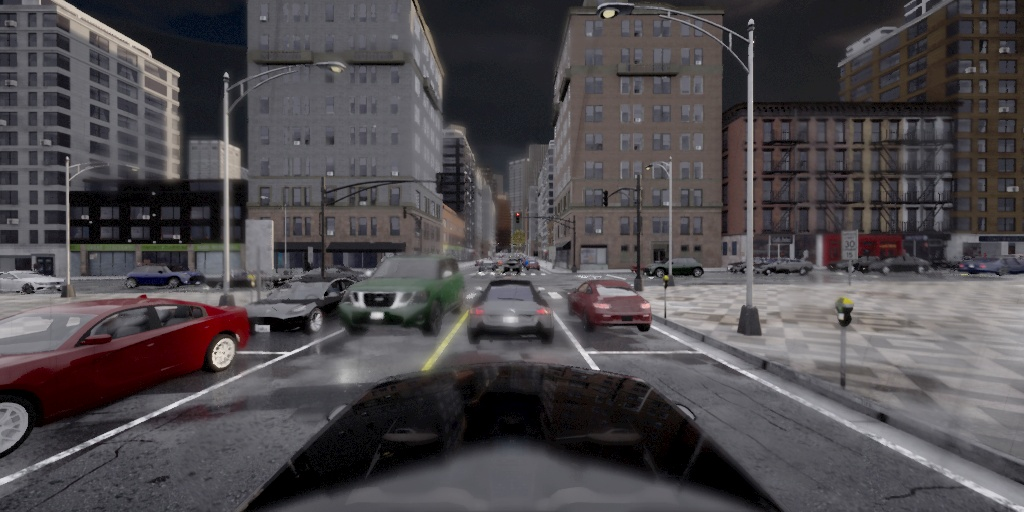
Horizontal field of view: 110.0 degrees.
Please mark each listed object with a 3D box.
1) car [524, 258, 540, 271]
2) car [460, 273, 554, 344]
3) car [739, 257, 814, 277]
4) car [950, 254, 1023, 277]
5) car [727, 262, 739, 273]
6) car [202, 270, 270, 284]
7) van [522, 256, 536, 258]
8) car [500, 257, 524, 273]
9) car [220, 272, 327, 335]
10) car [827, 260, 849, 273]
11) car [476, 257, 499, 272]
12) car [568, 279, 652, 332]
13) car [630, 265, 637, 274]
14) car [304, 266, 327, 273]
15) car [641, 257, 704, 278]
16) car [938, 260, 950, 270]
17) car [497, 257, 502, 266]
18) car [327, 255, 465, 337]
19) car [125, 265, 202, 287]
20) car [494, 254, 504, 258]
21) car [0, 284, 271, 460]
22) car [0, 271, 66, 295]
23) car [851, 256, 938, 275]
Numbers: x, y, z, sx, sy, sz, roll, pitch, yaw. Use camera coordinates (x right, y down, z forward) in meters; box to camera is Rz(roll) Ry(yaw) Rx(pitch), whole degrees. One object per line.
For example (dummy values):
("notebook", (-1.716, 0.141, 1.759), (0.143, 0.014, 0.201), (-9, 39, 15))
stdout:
("car", (2.793, 1.257, 47.772), (1.802, 1.307, 4.207), (0, 0, 0))
("car", (-0.035, 1.312, 9.562), (1.994, 1.385, 4.181), (0, 0, 0))
("car", (22.286, 0.888, 29.881), (4.902, 1.511, 2.128), (-1, 0, 0))
("car", (36.403, 0.768, 26.457), (5.357, 1.411, 2.033), (-1, 0, 0))
("car", (22.521, 0.868, 33.132), (4.902, 1.511, 2.128), (-1, 0, 0))
("car", (-16.652, 1.579, 23.111), (4.718, 1.301, 1.895), (-1, 0, 0))
("van", (2.811, 0.999, 53.324), (1.690, 1.789, 3.998), (0, 0, 0))
("car", (0.055, 1.201, 40.638), (1.837, 1.490, 4.892), (1, 0, 3))
("car", (-5.806, 1.314, 10.516), (1.948, 1.339, 4.313), (0, 0, 0))
("car", (31.992, 0.751, 33.144), (4.892, 1.490, 1.837), (-1, 0, 0))
("car", (-3.073, 1.207, 45.563), (1.812, 1.442, 4.674), (0, 0, 2))
("car", (2.719, 1.330, 10.560), (1.802, 1.307, 4.207), (0, 0, 0))
("car", (13.480, 1.105, 33.117), (4.718, 1.301, 1.895), (-1, 0, 0))
("car", (-12.872, 1.432, 26.366), (4.674, 1.442, 1.812), (-1, 0, 0))
("car", (13.332, 0.875, 29.865), (4.553, 1.767, 2.097), (-1, 0, 0))
("car", (41.788, 0.715, 33.133), (4.718, 1.301, 1.895), (-1, 0, 0))
("car", (-3.039, 1.200, 55.213), (2.033, 1.411, 5.357), (0, 0, 0))
("car", (-2.808, 0.971, 10.664), (2.150, 2.045, 5.566), (0, 0, 3))
("car", (-25.307, 1.425, 26.346), (4.553, 1.767, 2.097), (-1, 0, 0))
("car", (-2.970, 0.969, 65.122), (2.097, 1.767, 4.553), (0, 0, 1))
("car", (-5.776, 1.295, 4.872), (1.888, 1.381, 4.507), (0, 0, 0))
("car", (-31.530, 1.693, 23.088), (4.674, 1.442, 1.812), (0, 0, 0))
("car", (31.751, 0.771, 29.892), (4.892, 1.490, 1.837), (-1, 0, 0))
